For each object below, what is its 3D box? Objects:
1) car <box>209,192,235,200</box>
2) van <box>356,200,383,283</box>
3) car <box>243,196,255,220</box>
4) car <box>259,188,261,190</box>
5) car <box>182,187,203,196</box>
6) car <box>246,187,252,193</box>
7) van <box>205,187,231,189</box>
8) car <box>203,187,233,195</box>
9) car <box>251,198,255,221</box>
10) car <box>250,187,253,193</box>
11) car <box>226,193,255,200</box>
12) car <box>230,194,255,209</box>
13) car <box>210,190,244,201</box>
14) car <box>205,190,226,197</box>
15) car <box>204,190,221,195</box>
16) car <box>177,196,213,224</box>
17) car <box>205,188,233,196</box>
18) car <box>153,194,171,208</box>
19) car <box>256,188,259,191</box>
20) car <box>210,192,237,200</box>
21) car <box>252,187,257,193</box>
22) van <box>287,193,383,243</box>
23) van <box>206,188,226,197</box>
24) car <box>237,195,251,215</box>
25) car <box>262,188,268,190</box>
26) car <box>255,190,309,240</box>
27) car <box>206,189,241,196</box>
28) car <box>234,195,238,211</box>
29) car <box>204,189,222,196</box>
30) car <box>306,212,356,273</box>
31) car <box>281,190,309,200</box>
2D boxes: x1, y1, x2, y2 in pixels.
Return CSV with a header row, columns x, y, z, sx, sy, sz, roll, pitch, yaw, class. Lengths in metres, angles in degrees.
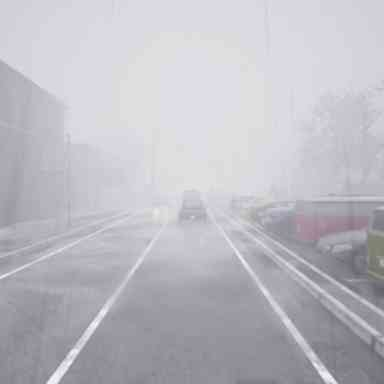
x,y,z,sx,sy,sz,roll,pitch,yaw,class
5.742,0.690,63.807,4.674,1.452,2.002,0,1,0,car
6.180,1.244,6.955,4.442,1.987,1.878,0,1,0,van
6.046,1.237,20.964,5.008,1.535,2.097,0,1,0,car
18.775,0.388,77.774,5.008,1.535,2.097,0,1,0,car
-0.075,0.731,41.648,2.150,2.045,5.566,0,1,0,car
18.693,-0.130,91.692,5.566,2.045,2.435,0,1,0,car
5.593,0.265,72.274,4.442,1.987,1.878,0,1,0,van
5.672,0.189,74.932,5.566,2.045,2.435,0,1,0,car
6.059,1.285,18.139,5.008,1.535,2.097,0,1,0,car
18.737,0.177,88.913,4.892,1.521,2.231,0,1,0,car
6.071,1.076,32.267,4.792,1.488,2.163,0,1,0,car
6.046,1.134,29.441,4.674,1.452,2.002,0,1,0,car
5.784,0.844,55.600,4.674,1.452,2.002,1,1,0,car
5.674,0.337,80.503,4.892,1.521,2.231,0,1,0,car
5.643,0.161,91.635,4.674,1.452,2.002,0,1,0,car
0.044,1.274,22.448,2.128,1.511,4.902,0,1,0,car
5.713,0.546,69.372,4.892,1.521,2.231,0,1,0,car
-3.498,1.043,39.129,2.128,1.511,4.902,0,1,0,car
18.730,0.365,80.561,4.792,1.488,2.163,0,1,0,car
5.778,0.731,61.024,4.792,1.488,2.163,0,1,0,car
18.772,0.103,86.126,4.553,1.767,2.185,0,1,0,car
6.176,1.155,12.485,4.442,1.987,1.878,0,1,0,van
5.573,0.162,77.715,4.442,1.987,1.878,0,1,0,van
6.234,1.186,23.790,5.366,1.575,1.946,0,1,0,car
18.817,0.239,72.326,5.566,2.045,2.435,0,1,0,car
6.028,1.081,15.309,5.566,2.045,2.435,0,1,0,car
5.574,0.751,58.240,5.366,1.575,1.946,0,1,0,car
6.049,1.182,26.616,4.674,1.452,2.002,0,1,0,car
5.619,0.050,88.849,4.553,1.767,2.185,0,1,0,car
6.064,1.468,9.664,4.674,1.452,2.002,0,1,0,car
18.860,0.574,61.191,4.553,1.767,2.185,0,1,0,car
